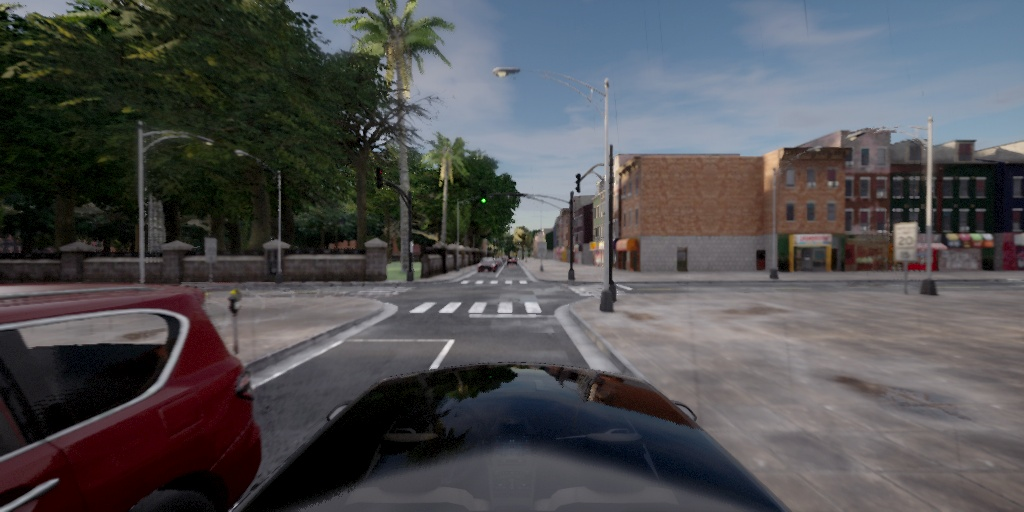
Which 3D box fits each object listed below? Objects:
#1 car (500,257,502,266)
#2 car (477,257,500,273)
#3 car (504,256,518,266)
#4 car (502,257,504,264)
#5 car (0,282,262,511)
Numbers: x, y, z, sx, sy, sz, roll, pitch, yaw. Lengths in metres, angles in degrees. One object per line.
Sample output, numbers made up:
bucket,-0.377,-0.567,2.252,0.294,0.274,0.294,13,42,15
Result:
car,-2.621,0.887,44.177,1.967,1.591,4.097,0,0,0
car,-2.624,0.919,38.490,1.967,1.591,4.097,0,0,0
car,0.023,0.868,62.176,1.837,1.490,4.892,0,0,0
car,-2.617,0.973,55.554,1.802,1.307,4.207,0,0,0
car,-2.638,1.078,0.344,2.192,1.841,5.009,0,0,0
